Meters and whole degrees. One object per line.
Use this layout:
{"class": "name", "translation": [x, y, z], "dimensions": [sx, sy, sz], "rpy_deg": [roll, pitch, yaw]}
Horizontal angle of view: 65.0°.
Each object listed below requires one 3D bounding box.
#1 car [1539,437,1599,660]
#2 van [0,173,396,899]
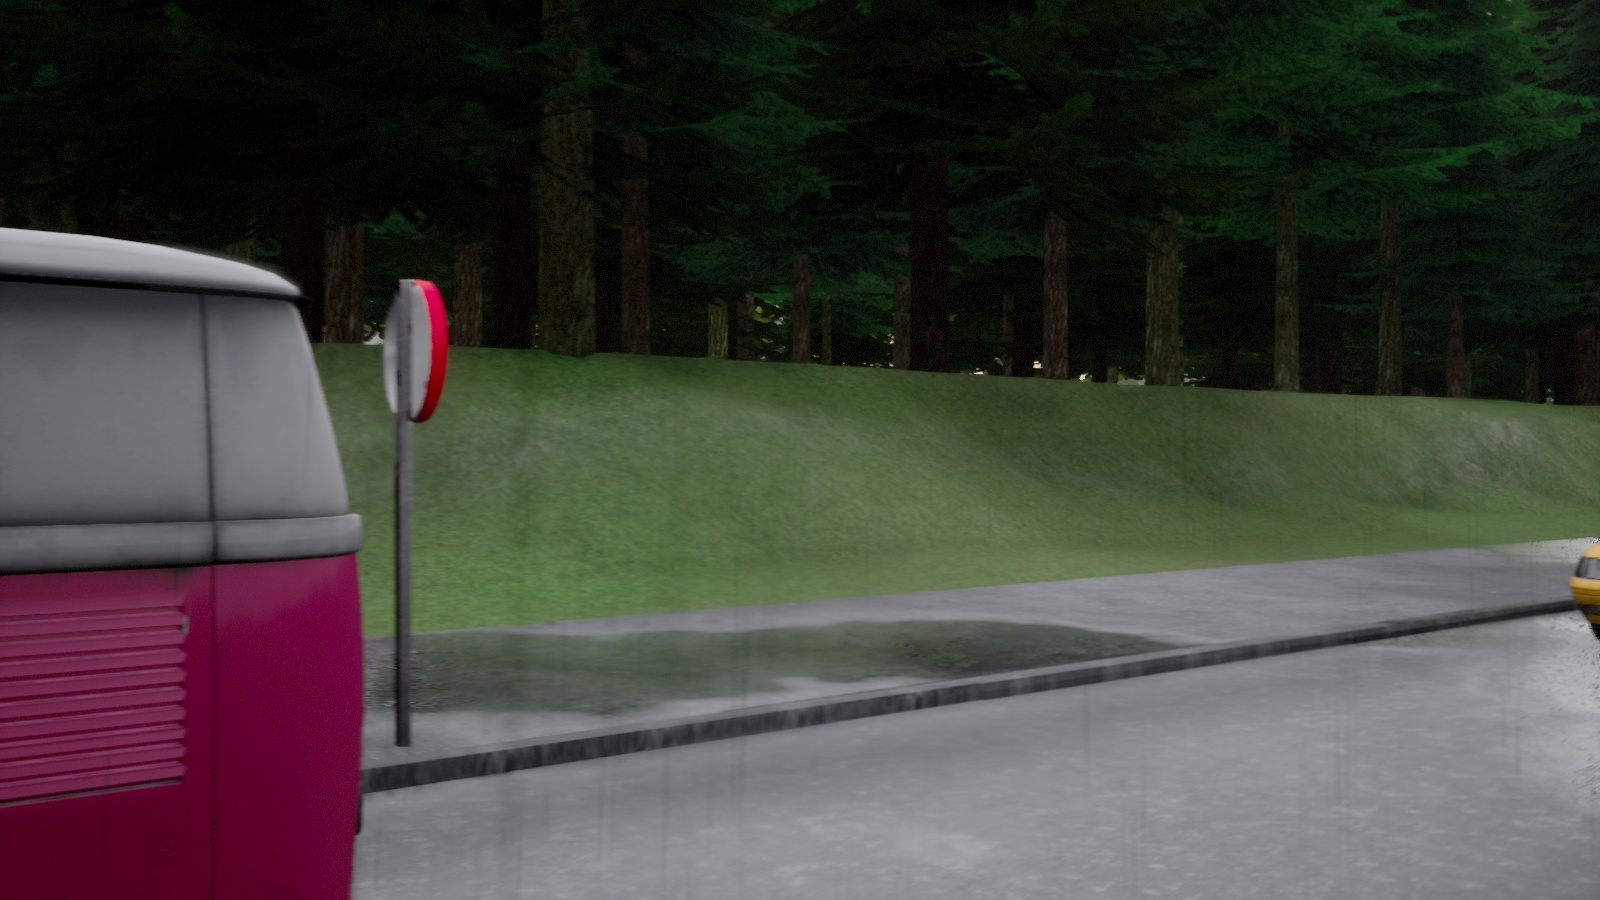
{"class": "car", "translation": [8.141, 0.691, 10.030], "dimensions": [5.366, 1.575, 1.801], "rpy_deg": [0, 0, -35]}
{"class": "van", "translation": [-3.168, 0.509, 2.055], "dimensions": [4.442, 1.987, 1.775], "rpy_deg": [0, 0, -35]}
